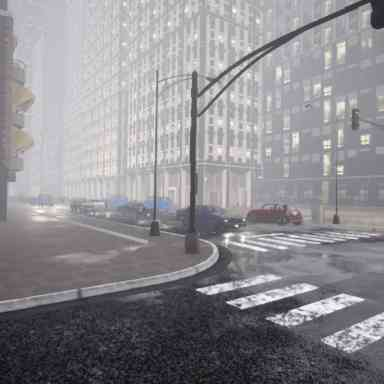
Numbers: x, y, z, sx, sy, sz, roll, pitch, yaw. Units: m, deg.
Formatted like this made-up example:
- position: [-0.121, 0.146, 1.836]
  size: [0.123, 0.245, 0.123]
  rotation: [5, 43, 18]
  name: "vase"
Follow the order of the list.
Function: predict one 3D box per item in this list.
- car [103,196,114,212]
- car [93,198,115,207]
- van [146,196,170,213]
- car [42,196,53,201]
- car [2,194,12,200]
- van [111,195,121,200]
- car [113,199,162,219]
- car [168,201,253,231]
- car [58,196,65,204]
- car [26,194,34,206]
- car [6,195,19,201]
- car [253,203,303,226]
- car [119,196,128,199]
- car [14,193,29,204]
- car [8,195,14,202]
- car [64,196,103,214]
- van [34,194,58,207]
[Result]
- position: [-10.822, 1.447, 37.419]
  size: [1.812, 1.442, 4.674]
  rotation: [1, -1, -35]
  name: "car"
- position: [-13.740, 1.585, 51.585]
  size: [1.947, 1.339, 4.313]
  rotation: [1, -1, -35]
  name: "car"
- position: [-3.970, 1.381, 37.739]
  size: [1.690, 1.788, 3.998]
  rotation: [1, -1, -35]
  name: "van"
- position: [-36.527, 1.569, 83.898]
  size: [1.802, 1.307, 4.206]
  rotation: [1, -1, -35]
  name: "car"
- position: [-46.533, 1.364, 83.550]
  size: [1.752, 1.417, 4.829]
  rotation: [1, -1, -35]
  name: "car"
- position: [-10.480, 1.367, 46.972]
  size: [1.690, 1.788, 3.998]
  rotation: [1, -1, -35]
  name: "van"
- position: [-4.793, 1.537, 28.856]
  size: [1.895, 1.301, 4.718]
  rotation: [1, -1, -35]
  name: "car"
- position: [0.954, 1.498, 20.709]
  size: [2.033, 1.411, 5.357]
  rotation: [1, -1, -36]
  name: "car"
- position: [-24.083, 1.433, 61.760]
  size: [1.882, 1.535, 5.008]
  rotation: [1, -1, -35]
  name: "car"
- position: [-23.843, 1.431, 51.373]
  size: [1.802, 1.307, 4.206]
  rotation: [1, -1, -35]
  name: "car"
- position: [-40.118, 1.377, 74.454]
  size: [2.008, 1.369, 4.403]
  rotation: [1, -1, -35]
  name: "car"
- position: [5.795, 1.504, 23.889]
  size: [1.967, 1.590, 4.097]
  rotation: [1, -1, -35]
  name: "car"
- position: [-7.229, 1.583, 42.353]
  size: [2.008, 1.369, 4.403]
  rotation: [1, -1, -35]
  name: "car"
- position: [-30.349, 1.154, 60.608]
  size: [2.192, 1.841, 5.009]
  rotation: [1, -1, -35]
  name: "car"
- position: [-36.864, 1.396, 69.838]
  size: [1.947, 1.339, 4.313]
  rotation: [1, -1, -35]
  name: "car"
- position: [-10.821, 1.426, 32.908]
  size: [2.008, 1.369, 4.403]
  rotation: [1, -1, -35]
  name: "car"
- position: [-20.583, 1.196, 46.759]
  size: [1.690, 1.788, 3.998]
  rotation: [1, -1, -35]
  name: "van"
